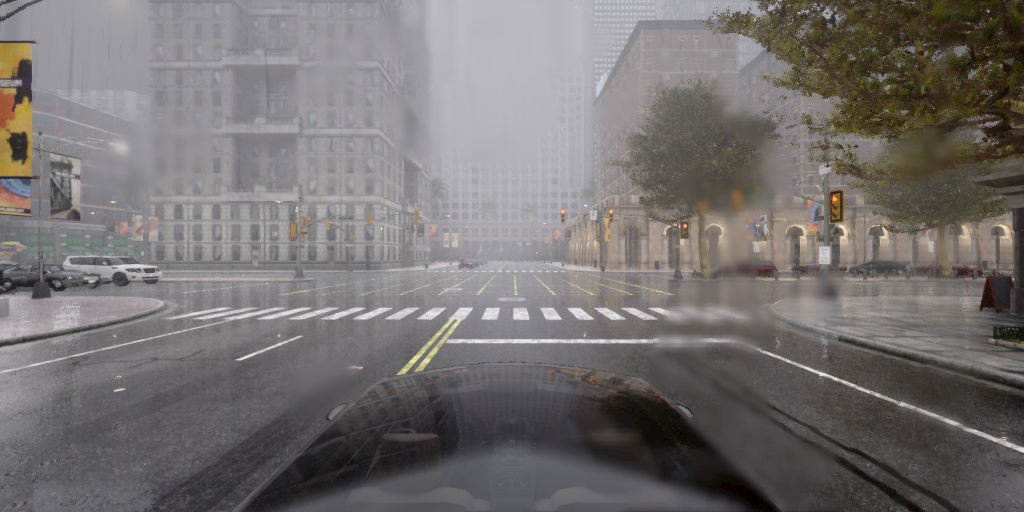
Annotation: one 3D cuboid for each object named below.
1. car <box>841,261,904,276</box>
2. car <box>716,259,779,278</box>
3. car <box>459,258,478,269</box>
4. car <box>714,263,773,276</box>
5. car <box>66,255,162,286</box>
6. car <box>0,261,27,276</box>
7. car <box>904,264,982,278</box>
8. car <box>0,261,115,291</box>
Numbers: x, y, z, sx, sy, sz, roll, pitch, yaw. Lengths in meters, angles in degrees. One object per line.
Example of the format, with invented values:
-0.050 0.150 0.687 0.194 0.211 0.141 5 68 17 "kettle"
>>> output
36.568 1.252 35.920 4.892 1.490 1.837 -1 0 0 "car"
21.385 1.103 32.493 4.553 1.767 2.097 0 0 0 "car"
-7.120 1.102 56.621 2.097 1.767 4.553 0 0 0 "car"
23.145 1.351 35.984 4.718 1.301 1.895 0 0 0 "car"
-27.388 0.971 24.552 5.566 2.045 2.150 0 0 2 "car"
-52.548 1.255 36.916 4.892 1.490 1.837 0 0 20 "car"
39.028 1.351 32.403 4.718 1.301 1.895 0 0 0 "car"
-27.067 1.241 21.036 4.902 1.511 2.128 0 0 0 "car"
